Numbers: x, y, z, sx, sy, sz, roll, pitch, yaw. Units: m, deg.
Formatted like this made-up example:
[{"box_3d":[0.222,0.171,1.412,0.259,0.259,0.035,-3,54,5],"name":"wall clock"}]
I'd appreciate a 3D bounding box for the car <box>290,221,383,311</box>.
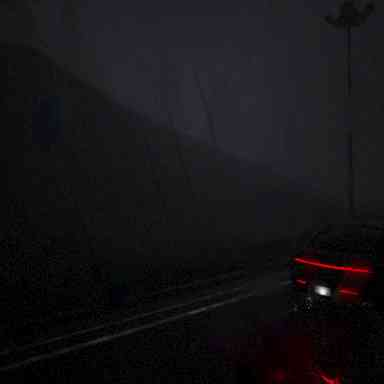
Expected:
[{"box_3d":[4.066,1.410,7.332,4.892,1.490,1.837,-1,1,-41],"name":"car"}]
